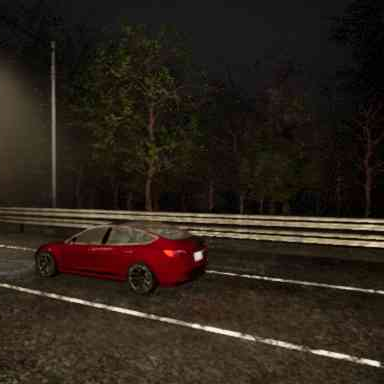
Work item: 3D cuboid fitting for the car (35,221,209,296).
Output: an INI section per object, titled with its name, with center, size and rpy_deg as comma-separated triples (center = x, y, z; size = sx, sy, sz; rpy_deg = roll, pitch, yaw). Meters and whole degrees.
[car]
center = -1.909, 1.492, 8.622
size = 4.792, 1.488, 2.163
rpy_deg = 0, 0, 28
